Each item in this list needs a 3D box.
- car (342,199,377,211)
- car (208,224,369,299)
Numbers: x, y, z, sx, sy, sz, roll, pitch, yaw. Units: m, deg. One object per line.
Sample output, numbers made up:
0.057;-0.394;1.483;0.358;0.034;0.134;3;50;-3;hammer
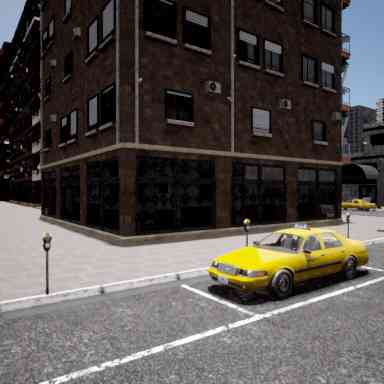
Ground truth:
19.281;1.469;39.658;1.752;1.417;4.829;0;0;-35;car
2.614;1.525;8.433;4.829;1.417;1.752;0;0;-36;car
